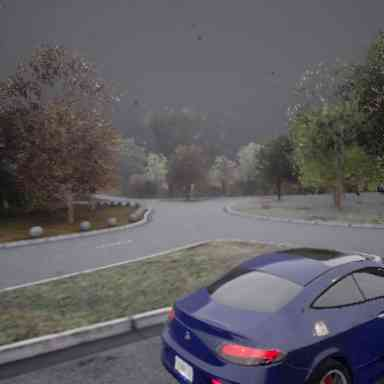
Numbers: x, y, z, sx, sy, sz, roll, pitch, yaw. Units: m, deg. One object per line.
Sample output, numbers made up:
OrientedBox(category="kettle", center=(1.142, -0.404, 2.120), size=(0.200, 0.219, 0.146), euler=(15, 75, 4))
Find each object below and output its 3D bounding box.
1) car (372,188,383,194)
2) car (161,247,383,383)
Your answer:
OrientedBox(category="car", center=(30.474, -0.356, 51.762), size=(4.718, 1.301, 1.895), euler=(-1, 2, 27))
OrientedBox(category="car", center=(1.827, 1.506, 4.496), size=(4.674, 1.442, 1.812), euler=(-1, 0, -34))
